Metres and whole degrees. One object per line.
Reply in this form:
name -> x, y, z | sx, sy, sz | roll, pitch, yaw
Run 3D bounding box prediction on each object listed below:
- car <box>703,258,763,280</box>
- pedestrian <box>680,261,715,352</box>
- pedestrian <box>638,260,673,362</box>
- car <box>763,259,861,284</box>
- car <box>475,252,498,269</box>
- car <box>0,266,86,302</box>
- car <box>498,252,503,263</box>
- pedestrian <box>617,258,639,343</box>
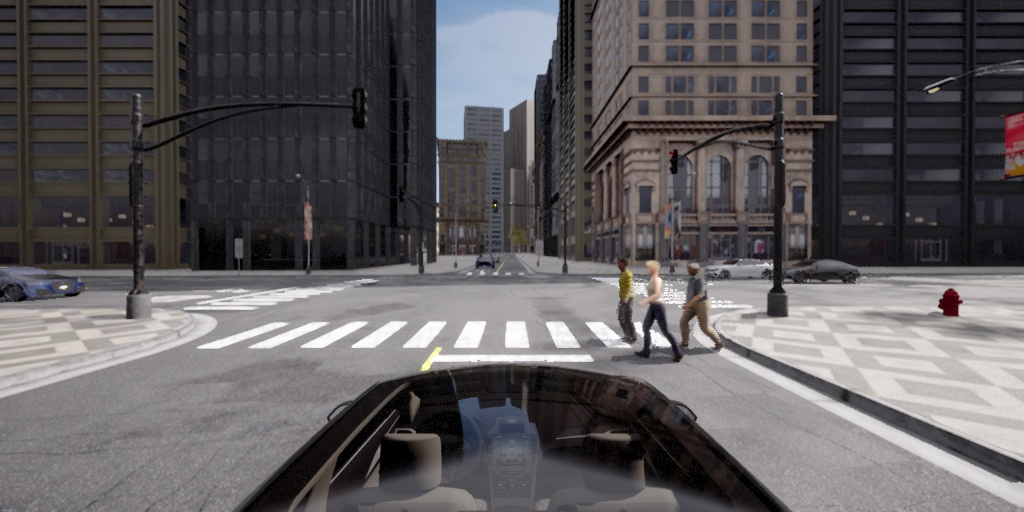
car -> 15.873, 0.884, 24.976 | 4.674, 1.442, 1.812 | 0, 1, 0
pedestrian -> 3.692, 0.956, 7.160 | 0.375, 1.860, 0.375 | 0, 1, 0
pedestrian -> 2.619, 0.966, 6.561 | 0.375, 1.860, 0.375 | 0, 1, 0
car -> 18.358, 0.906, 21.727 | 4.674, 1.442, 1.812 | 0, 1, 0
car -> -3.034, 0.510, 41.583 | 2.097, 1.767, 4.553 | 0, 1, 0
car -> -20.766, 1.132, 15.004 | 4.181, 1.385, 1.994 | 0, 1, 0
car -> -3.017, 0.499, 57.936 | 1.994, 1.385, 4.181 | 0, 1, 0
pedestrian -> 2.464, 0.943, 7.761 | 0.375, 1.860, 0.375 | 0, 1, 0
